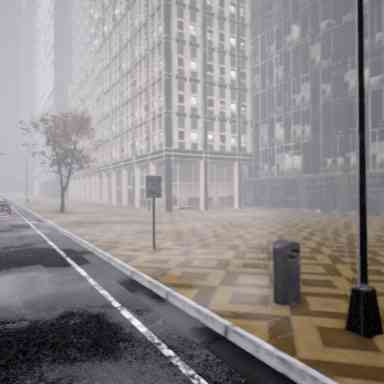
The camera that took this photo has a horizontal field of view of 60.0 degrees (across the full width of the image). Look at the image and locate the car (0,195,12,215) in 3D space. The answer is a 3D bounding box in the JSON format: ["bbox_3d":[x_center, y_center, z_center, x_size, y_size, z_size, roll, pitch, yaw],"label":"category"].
[{"bbox_3d":[-17.418,1.294,30.131,1.812,1.442,4.674,0,0,-31],"label":"car"}]

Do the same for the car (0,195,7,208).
[{"bbox_3d":[-24.379,1.158,41.772,1.882,1.535,5.008,0,0,-30],"label":"car"}]
